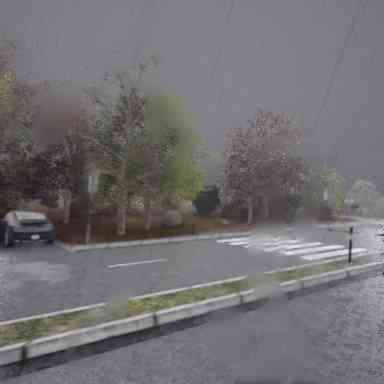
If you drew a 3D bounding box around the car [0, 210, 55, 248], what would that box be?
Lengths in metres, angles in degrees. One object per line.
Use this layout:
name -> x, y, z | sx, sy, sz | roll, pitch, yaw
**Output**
car -> -7.831, 1.585, 15.624 | 2.231, 1.521, 4.892 | 1, 0, -35
